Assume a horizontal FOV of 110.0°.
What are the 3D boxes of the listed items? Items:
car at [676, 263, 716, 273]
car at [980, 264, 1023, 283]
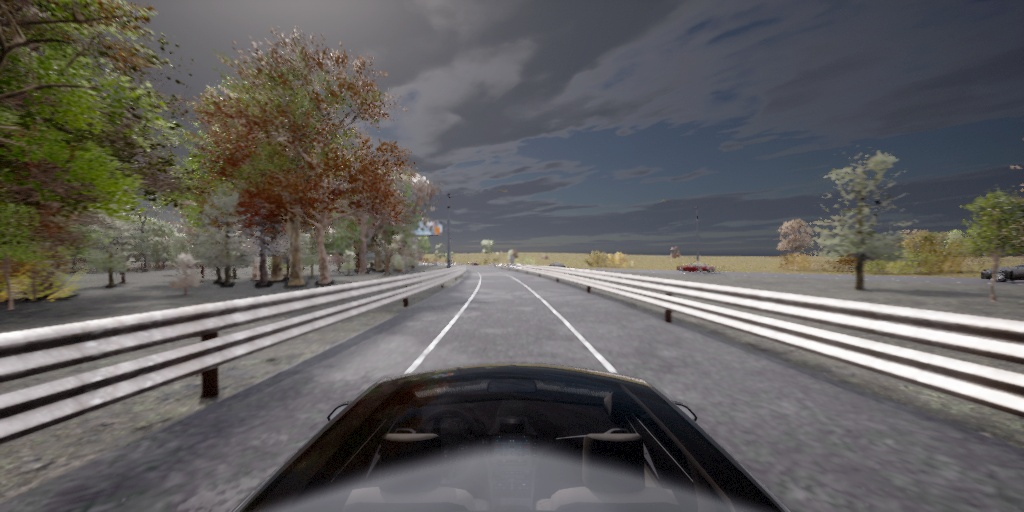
[{"bbox_3d":[24.217,1.580,47.421,1.895,1.301,4.718,0,-1,-25],"label":"car"},{"bbox_3d":[35.109,1.067,23.794,2.128,1.511,4.902,0,-1,-25],"label":"car"}]
